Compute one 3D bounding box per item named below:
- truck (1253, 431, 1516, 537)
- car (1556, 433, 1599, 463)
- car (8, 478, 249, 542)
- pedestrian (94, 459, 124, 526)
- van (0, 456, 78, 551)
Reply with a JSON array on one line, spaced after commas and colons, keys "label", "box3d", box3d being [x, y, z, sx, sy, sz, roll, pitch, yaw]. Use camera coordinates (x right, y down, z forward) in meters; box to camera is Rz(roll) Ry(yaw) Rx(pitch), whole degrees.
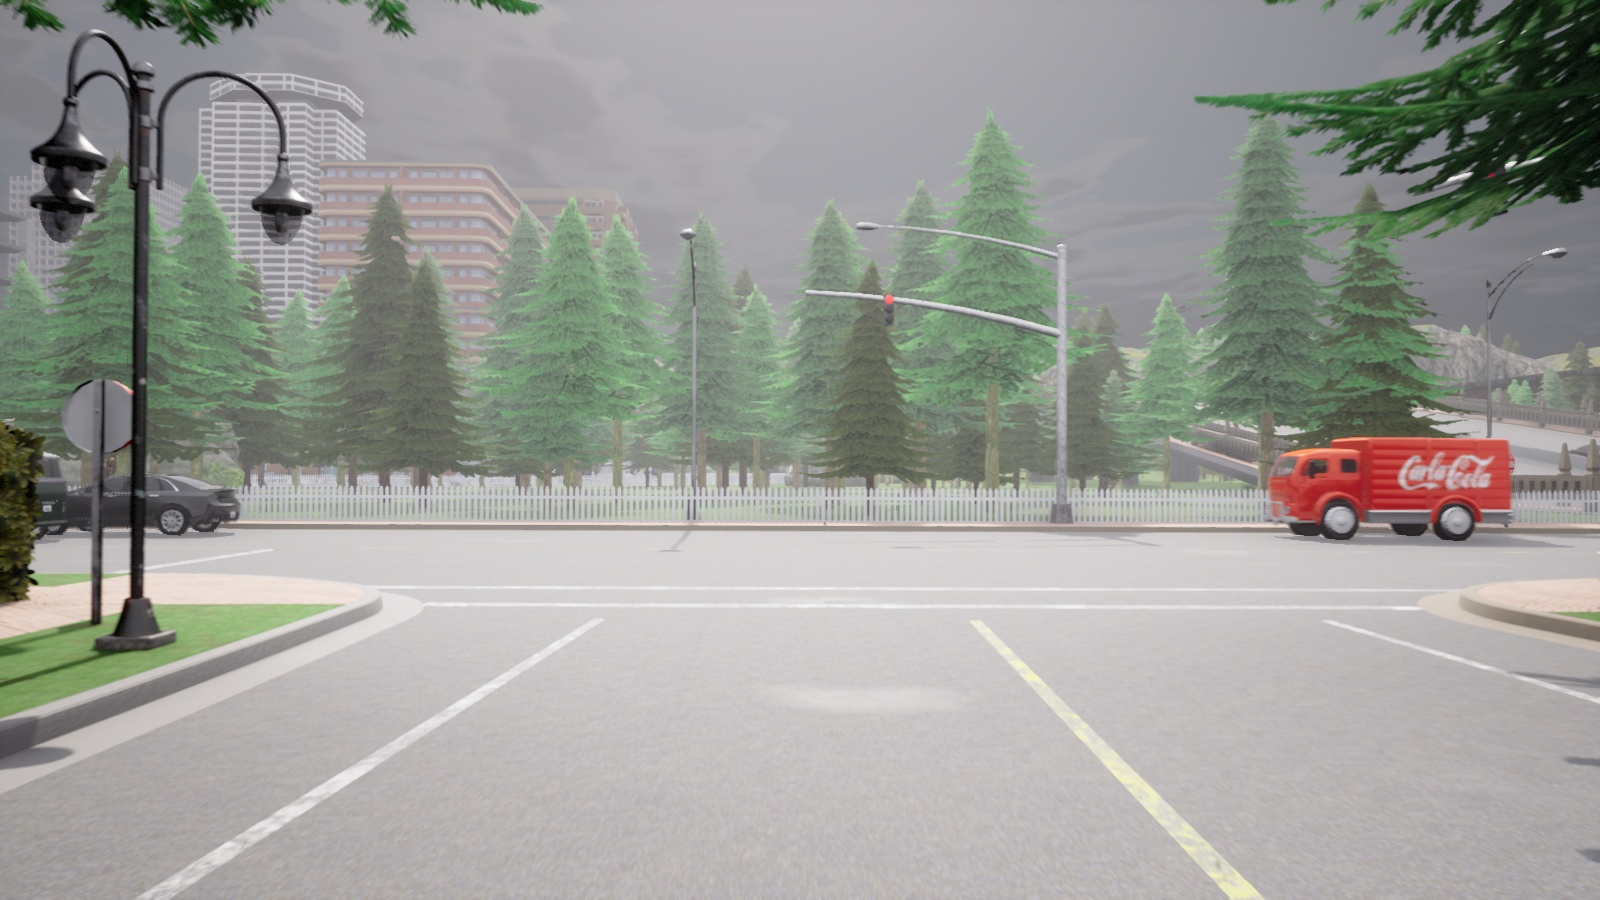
[{"label": "truck", "box3d": [14.216, 0.823, 30.830, 5.204, 2.467, 2.627, 0, -1, 0]}, {"label": "car", "box3d": [52.055, -0.155, 82.138, 2.163, 1.488, 4.792, 0, 6, -2]}, {"label": "car", "box3d": [-16.312, 1.442, 30.694, 4.892, 1.490, 1.837, 0, -1, 0]}, {"label": "pedestrian", "box3d": [-19.121, 1.174, 34.745, 0.634, 1.846, 0.331, 0, -1, 1]}, {"label": "van", "box3d": [-18.367, 1.139, 27.191, 4.442, 1.987, 1.775, 0, -1, 0]}]
